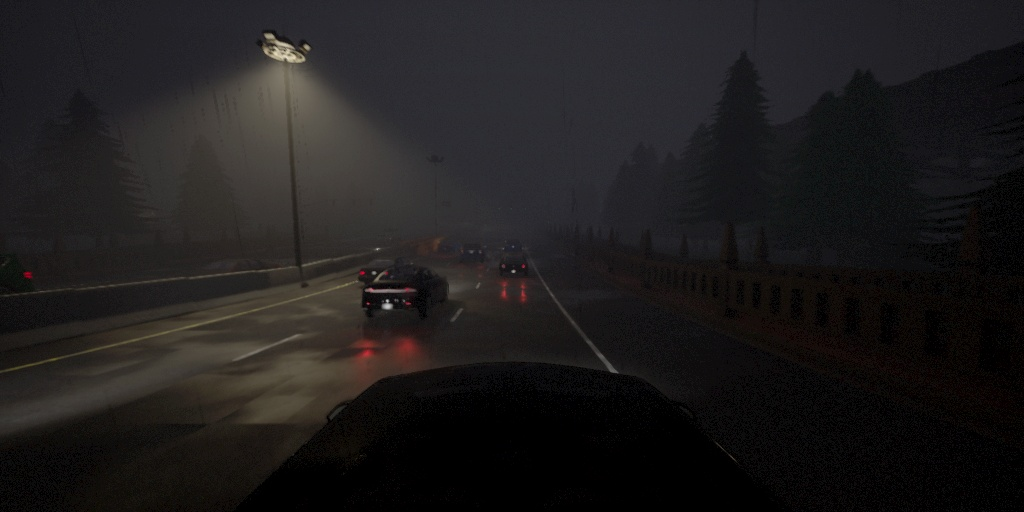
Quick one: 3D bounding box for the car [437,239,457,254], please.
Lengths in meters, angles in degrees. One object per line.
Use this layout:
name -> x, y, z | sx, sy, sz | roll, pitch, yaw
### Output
car -> -6.873, -1.164, 39.426 | 1.882, 1.535, 5.008 | 0, 6, 0

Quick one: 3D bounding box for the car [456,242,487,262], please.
car -> -3.399, -0.519, 32.299 | 2.097, 1.767, 4.553 | 0, 6, 0

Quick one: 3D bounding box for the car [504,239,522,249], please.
car -> 0.133, -1.237, 40.903 | 1.994, 1.385, 4.181 | 0, 6, 0

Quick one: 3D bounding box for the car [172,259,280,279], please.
car -> -14.101, 0.871, 18.194 | 2.033, 1.411, 5.357 | 0, 3, 0

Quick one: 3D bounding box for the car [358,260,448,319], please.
car -> -3.401, 1.090, 12.206 | 2.128, 1.511, 4.902 | 0, 2, 0

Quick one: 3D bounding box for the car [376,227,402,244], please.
car -> -17.415, -3.031, 51.105 | 2.150, 2.045, 5.566 | 0, 6, 0

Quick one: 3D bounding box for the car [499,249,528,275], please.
car -> 0.098, 0.492, 24.429 | 1.895, 1.301, 4.718 | 0, 5, 0

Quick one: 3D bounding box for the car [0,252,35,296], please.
car -> -17.599, 0.896, 9.994 | 2.150, 2.045, 5.566 | 0, 1, 0

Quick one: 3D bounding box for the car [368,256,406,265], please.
car -> -6.901, 0.732, 20.432 | 2.033, 1.411, 5.357 | 0, 4, 0
